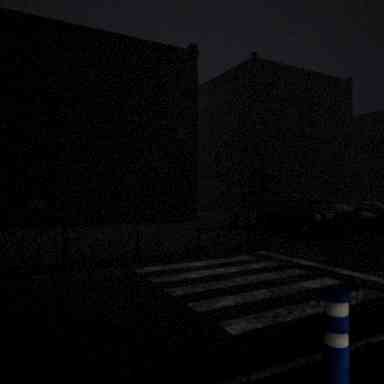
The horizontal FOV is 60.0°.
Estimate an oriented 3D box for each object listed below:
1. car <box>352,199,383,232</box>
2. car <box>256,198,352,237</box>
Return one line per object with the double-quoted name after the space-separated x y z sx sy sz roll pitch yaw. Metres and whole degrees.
7.778 1.287 18.573 2.097 1.535 5.008 -1 1 -29 "car"
5.378 1.185 17.203 2.185 1.767 4.553 -1 1 -29 "car"
